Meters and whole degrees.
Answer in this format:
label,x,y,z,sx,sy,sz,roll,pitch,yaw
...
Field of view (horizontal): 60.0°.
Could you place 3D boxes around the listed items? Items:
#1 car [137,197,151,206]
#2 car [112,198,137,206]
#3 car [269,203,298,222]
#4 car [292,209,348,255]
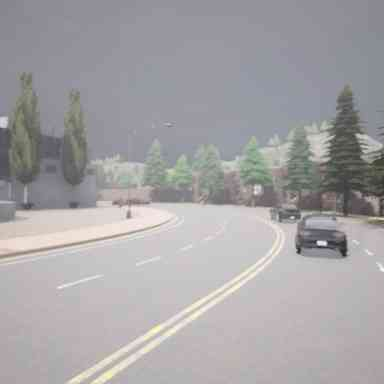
label,x,y,z,sx,sy,sz,roll,pitch,yaw
car,-9.637,1.746,61.615,5.008,1.535,1.882,0,-1,44
car,-12.382,1.791,59.409,4.181,1.385,1.994,0,-1,43
car,7.994,1.759,28.798,1.837,1.490,4.892,1,0,1
car,5.359,1.662,13.963,1.812,1.442,4.674,0,0,19
